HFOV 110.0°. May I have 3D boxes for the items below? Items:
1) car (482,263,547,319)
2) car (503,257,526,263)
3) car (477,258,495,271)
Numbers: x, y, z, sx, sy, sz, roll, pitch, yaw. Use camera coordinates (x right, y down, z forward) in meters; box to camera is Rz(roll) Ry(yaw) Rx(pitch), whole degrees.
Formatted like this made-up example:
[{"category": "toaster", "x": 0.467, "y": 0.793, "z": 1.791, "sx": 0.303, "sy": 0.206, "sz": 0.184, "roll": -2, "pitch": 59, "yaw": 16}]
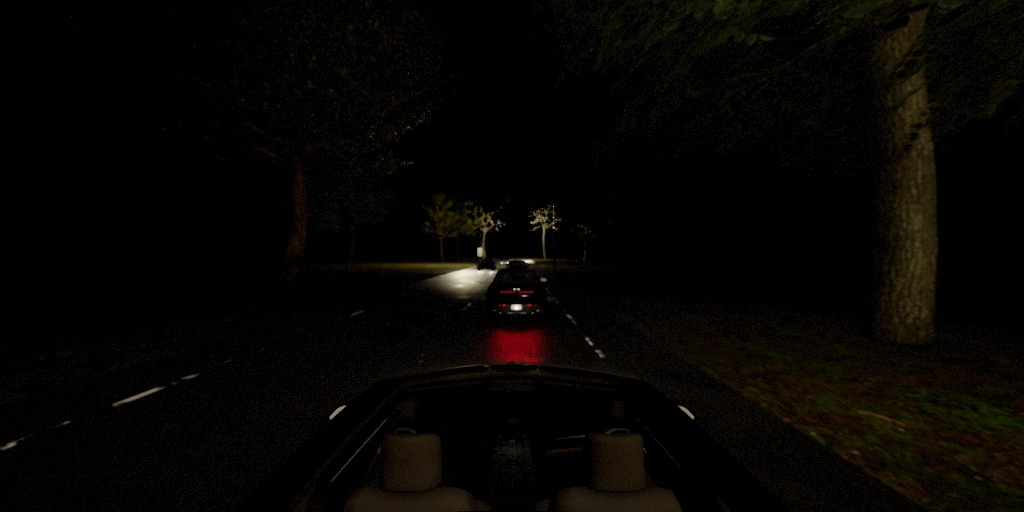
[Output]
[{"category": "car", "x": 0.159, "y": 1.167, "z": 12.398, "sx": 1.837, "sy": 1.490, "sz": 4.892, "roll": 0, "pitch": 0, "yaw": 1}, {"category": "car", "x": 0.428, "y": 1.063, "z": 28.441, "sx": 1.812, "sy": 1.442, "sz": 4.674, "roll": 0, "pitch": 0, "yaw": 1}, {"category": "car", "x": -2.907, "y": 0.988, "z": 41.857, "sx": 2.033, "sy": 1.411, "sz": 5.357, "roll": 0, "pitch": 0, "yaw": 2}]
